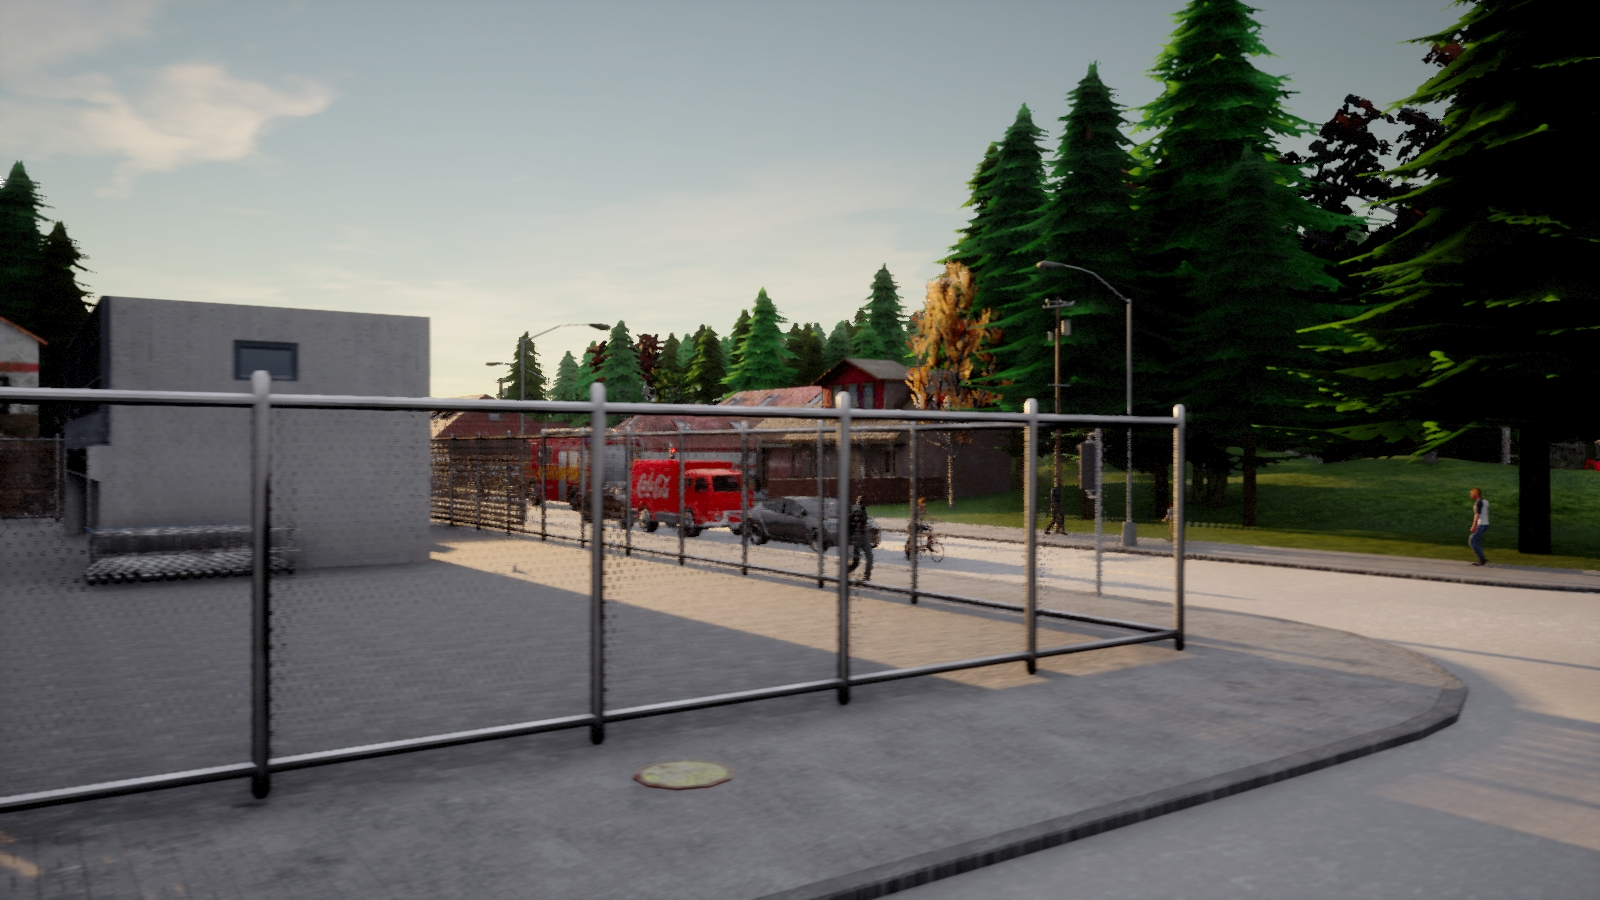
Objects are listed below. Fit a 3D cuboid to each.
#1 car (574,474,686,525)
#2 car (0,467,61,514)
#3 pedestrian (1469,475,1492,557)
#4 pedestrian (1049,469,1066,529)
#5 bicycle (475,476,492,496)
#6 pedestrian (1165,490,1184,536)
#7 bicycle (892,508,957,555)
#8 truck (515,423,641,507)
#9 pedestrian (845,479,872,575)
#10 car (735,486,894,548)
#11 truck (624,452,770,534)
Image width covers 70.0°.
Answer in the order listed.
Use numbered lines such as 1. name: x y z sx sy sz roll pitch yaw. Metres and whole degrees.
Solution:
1. car: -6.402 1.774 42.487 2.152 1.651 5.027 0 0 -34
2. car: -33.030 1.643 46.792 4.605 1.855 1.932 0 0 -34
3. pedestrian: 15.733 1.524 26.407 0.375 1.860 0.375 0 0 -43
4. pedestrian: 8.056 1.524 35.739 0.375 1.860 0.375 0 0 -44
5. bicycle: -17.963 2.035 64.823 0.859 1.080 1.487 0 0 -19
6. pedestrian: 10.820 1.805 33.047 0.375 1.300 0.375 0 0 -38
7. bicycle: 3.127 2.036 28.759 0.859 1.080 1.487 0 0 -35
8. truck: -11.027 0.670 55.974 2.891 3.827 8.468 0 0 -35
9. pedestrian: 1.160 1.516 22.589 0.375 1.860 0.375 0 0 -41
10. car: 0.326 1.843 32.761 2.163 1.488 4.792 0 0 -35
11. truck: -3.556 1.339 38.333 2.627 2.467 5.204 0 0 -35
